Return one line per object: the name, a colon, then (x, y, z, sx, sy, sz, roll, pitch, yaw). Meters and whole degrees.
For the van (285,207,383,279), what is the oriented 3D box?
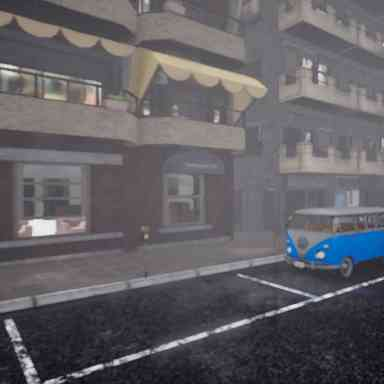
van: (4.460, 1.340, 9.750, 3.998, 1.788, 1.690, 0, 0, -35)
